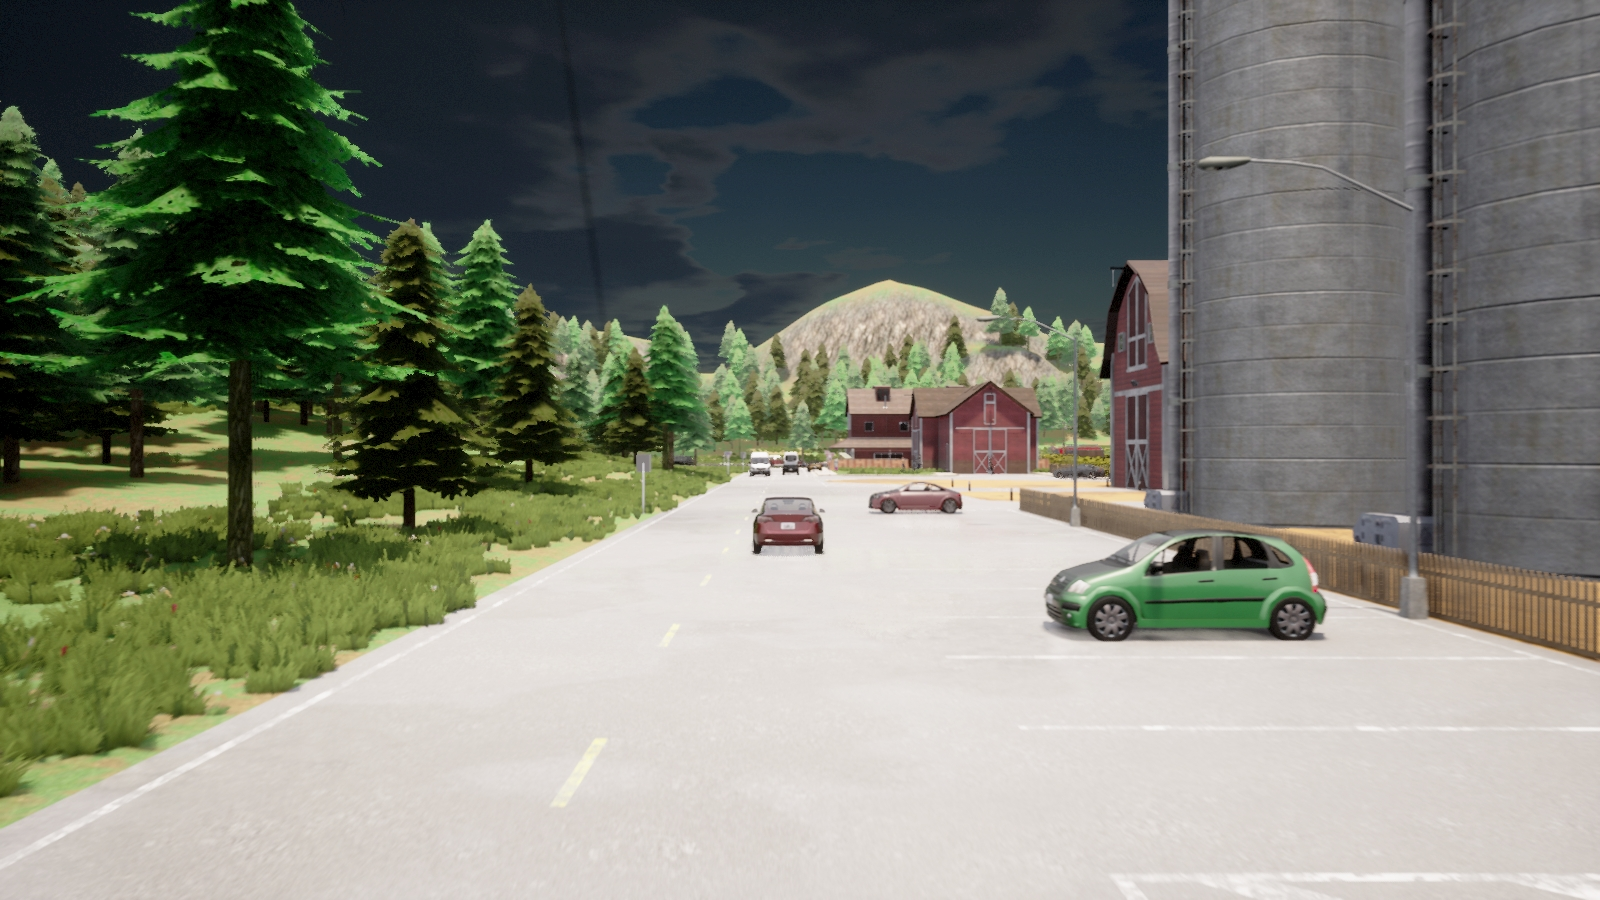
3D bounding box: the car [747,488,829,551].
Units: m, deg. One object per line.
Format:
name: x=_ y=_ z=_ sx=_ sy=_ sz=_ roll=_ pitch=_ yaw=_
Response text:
car: x=-0.335 y=1.920 z=32.649 sx=2.163 sy=1.488 sz=4.792 roll=0 pitch=0 yaw=0
